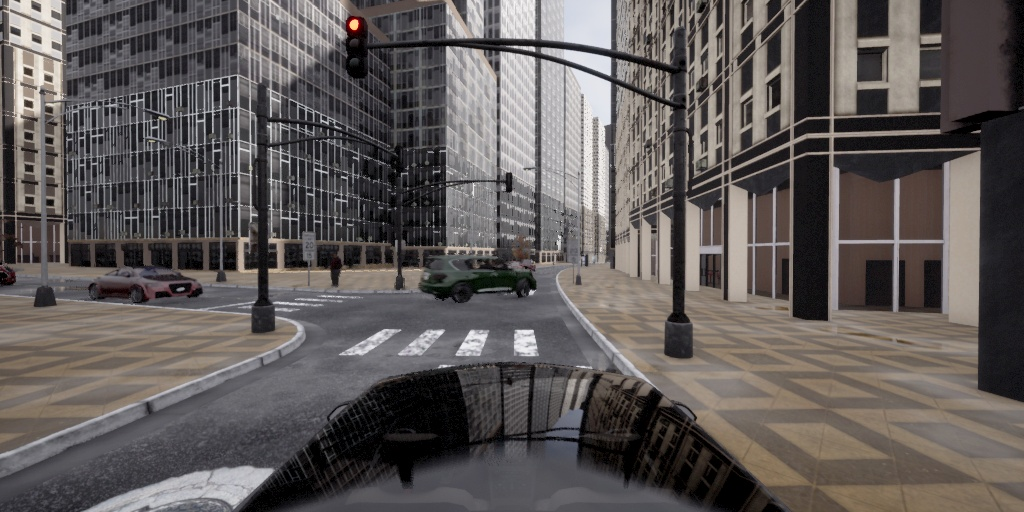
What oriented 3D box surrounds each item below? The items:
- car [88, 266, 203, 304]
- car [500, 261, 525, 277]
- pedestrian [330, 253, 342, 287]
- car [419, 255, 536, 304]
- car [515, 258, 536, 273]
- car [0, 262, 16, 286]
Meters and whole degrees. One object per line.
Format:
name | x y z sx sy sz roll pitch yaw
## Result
car | -15.227 1.132 14.963 4.181 1.385 1.994 1 1 16
car | 0.127 1.297 37.804 1.882 1.535 5.008 0 0 9
pedestrian | -9.580 0.716 19.426 0.375 1.860 0.375 0 0 16
car | -1.458 0.986 16.585 5.566 2.045 2.150 0 1 -37
car | 1.878 1.220 47.533 2.097 1.767 4.553 0 0 11
car | -28.862 0.725 18.908 4.553 1.767 2.097 1 1 16
